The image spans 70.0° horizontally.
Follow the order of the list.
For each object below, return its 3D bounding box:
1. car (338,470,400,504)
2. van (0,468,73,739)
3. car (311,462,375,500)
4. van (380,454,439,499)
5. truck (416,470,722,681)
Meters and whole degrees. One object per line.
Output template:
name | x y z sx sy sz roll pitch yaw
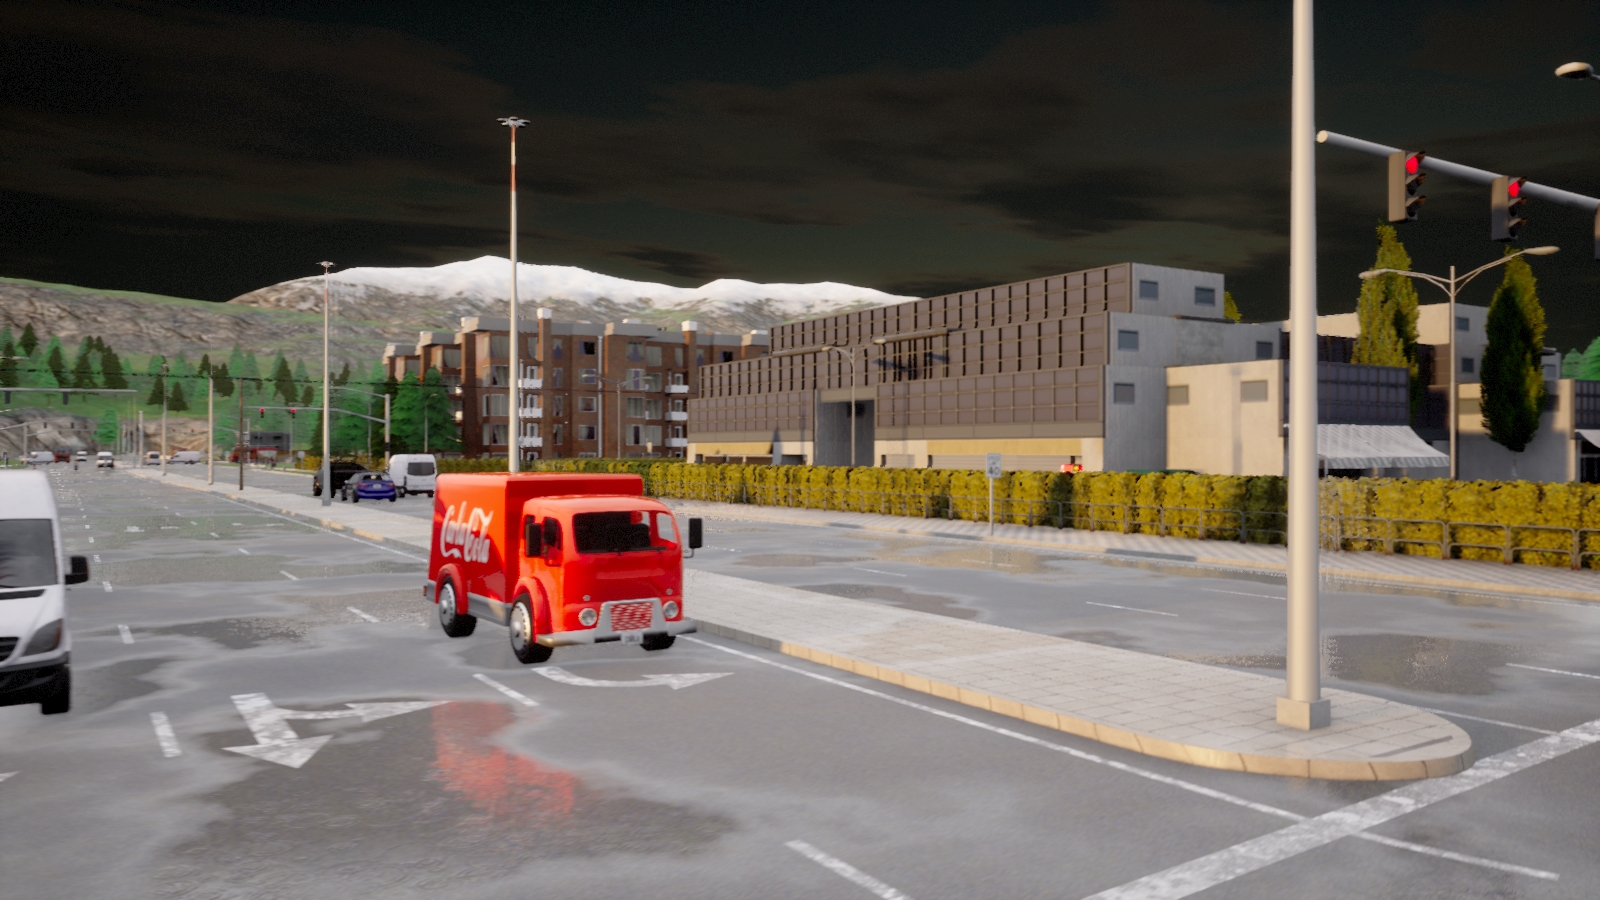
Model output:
car | -23.601 1.990 62.461 2.242 1.667 4.611 0 0 -33
van | -9.750 1.541 13.404 1.988 2.561 5.915 0 0 -33
car | -27.421 1.779 68.393 2.390 2.098 6.274 0 0 -33
van | -23.610 1.557 68.924 1.988 2.561 5.915 0 0 -33
truck | -3.582 1.573 16.764 2.627 2.467 5.204 0 0 -34
